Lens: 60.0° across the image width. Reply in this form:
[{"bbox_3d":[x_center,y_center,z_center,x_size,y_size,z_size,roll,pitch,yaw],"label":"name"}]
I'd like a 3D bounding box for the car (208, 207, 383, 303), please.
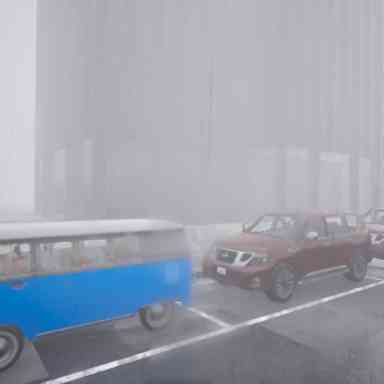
[{"bbox_3d":[2.683,1.388,8.562,5.009,1.841,2.192,1,0,-36],"label":"car"}]

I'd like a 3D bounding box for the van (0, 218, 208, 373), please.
[{"bbox_3d":[-1.884,1.356,5.303,3.998,1.788,1.690,1,0,-36],"label":"van"}]
